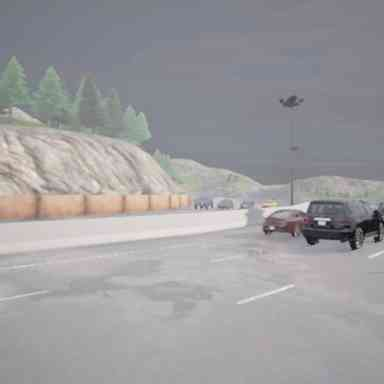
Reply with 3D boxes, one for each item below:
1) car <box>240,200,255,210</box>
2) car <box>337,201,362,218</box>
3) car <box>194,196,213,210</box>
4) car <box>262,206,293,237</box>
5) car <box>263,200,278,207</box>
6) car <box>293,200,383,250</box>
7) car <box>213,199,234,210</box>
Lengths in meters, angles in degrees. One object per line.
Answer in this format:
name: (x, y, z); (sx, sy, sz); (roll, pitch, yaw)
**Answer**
car: (8.671, 2.035, 51.654); (2.128, 1.511, 4.902); (-1, -1, 18)
car: (16.493, 1.793, 34.687); (2.128, 1.511, 4.902); (-1, -1, 28)
car: (1.999, 1.723, 53.779); (2.150, 2.045, 5.566); (-1, -1, 18)
car: (5.744, 1.711, 19.103); (1.812, 1.442, 4.674); (-1, -1, 42)
car: (11.837, 1.977, 50.134); (1.882, 1.535, 5.008); (0, -1, 19)
car: (7.091, 1.358, 15.357); (2.150, 2.045, 5.566); (-1, -1, 43)
car: (5.350, 1.978, 52.760); (2.097, 1.767, 4.553); (-1, -1, 18)
